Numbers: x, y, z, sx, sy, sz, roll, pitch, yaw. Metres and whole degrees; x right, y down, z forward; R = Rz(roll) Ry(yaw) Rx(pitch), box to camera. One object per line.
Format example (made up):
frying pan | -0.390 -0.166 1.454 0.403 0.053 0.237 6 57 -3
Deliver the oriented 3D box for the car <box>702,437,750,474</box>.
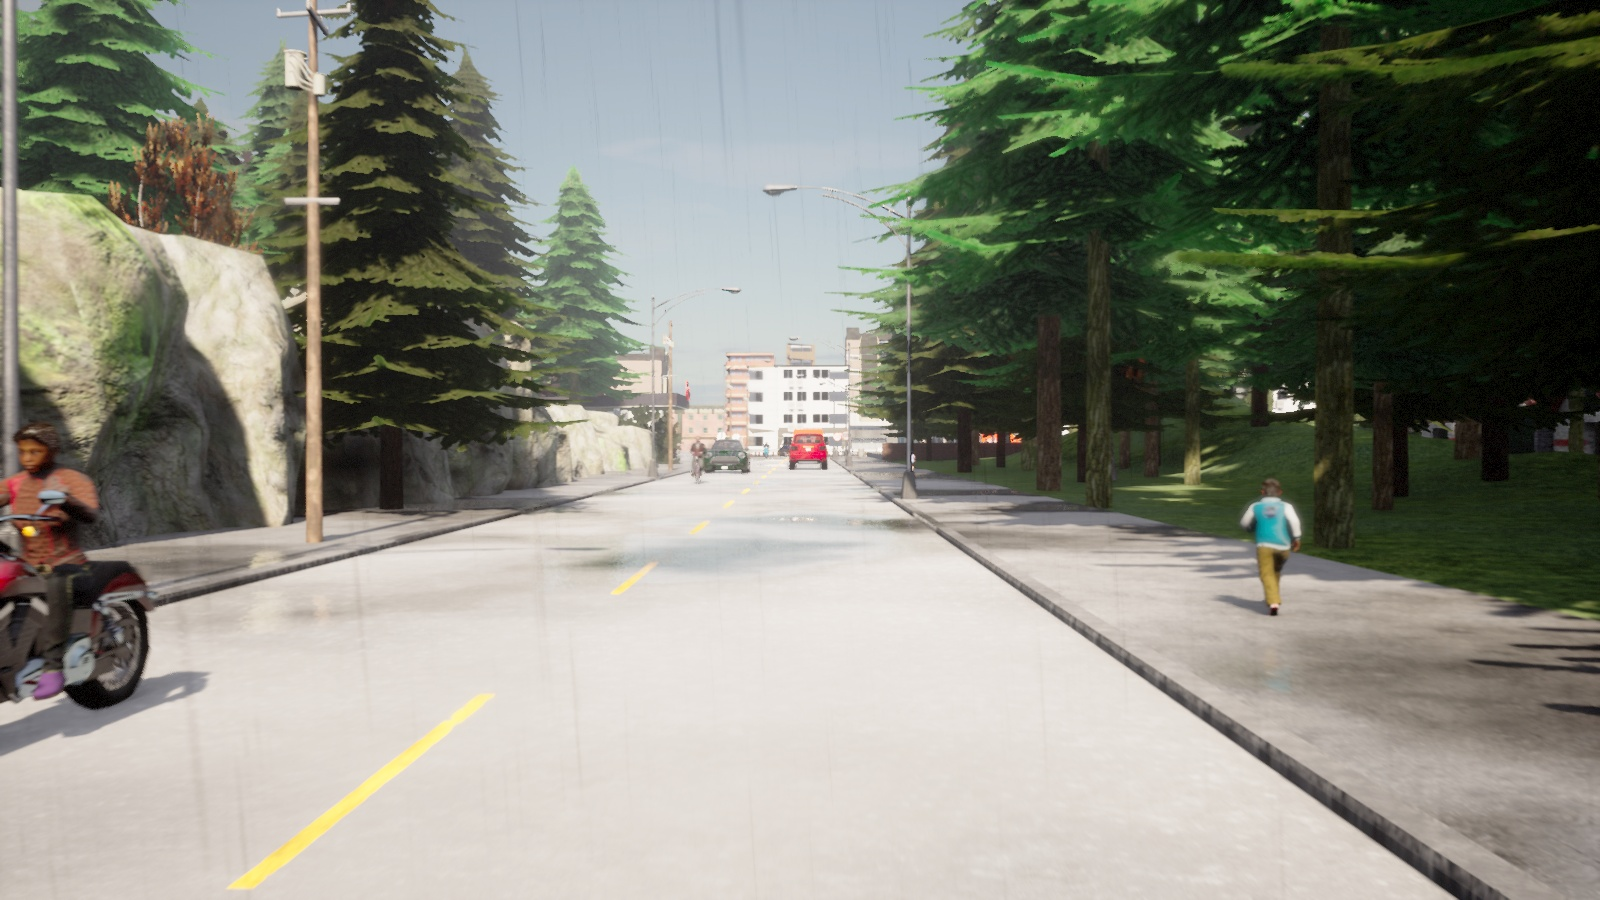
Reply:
car | -3.597 0.253 61.960 2.097 1.767 4.553 0 0 0

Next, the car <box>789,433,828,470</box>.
car | 0.470 0.055 72.589 2.150 2.045 5.566 0 0 0

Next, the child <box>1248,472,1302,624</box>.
child | 3.858 0.782 10.214 0.343 1.192 0.448 0 0 11

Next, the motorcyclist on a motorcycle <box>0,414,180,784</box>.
motorcyclist on a motorcycle | -3.947 0.659 6.027 0.766 1.649 2.350 0 0 0
